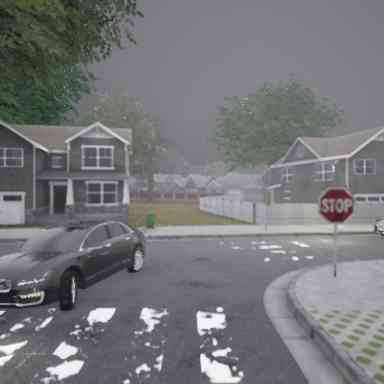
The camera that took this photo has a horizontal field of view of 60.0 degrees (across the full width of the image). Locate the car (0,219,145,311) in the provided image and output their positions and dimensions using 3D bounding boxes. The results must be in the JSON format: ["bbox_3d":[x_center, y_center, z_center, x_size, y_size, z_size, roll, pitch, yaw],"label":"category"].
[{"bbox_3d":[-2.756,1.484,8.012,1.837,1.490,4.892,-3,-1,16],"label":"car"}]

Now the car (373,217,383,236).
[{"bbox_3d":[11.419,1.513,16.421,4.902,1.511,2.128,0,0,-13],"label":"car"}]
